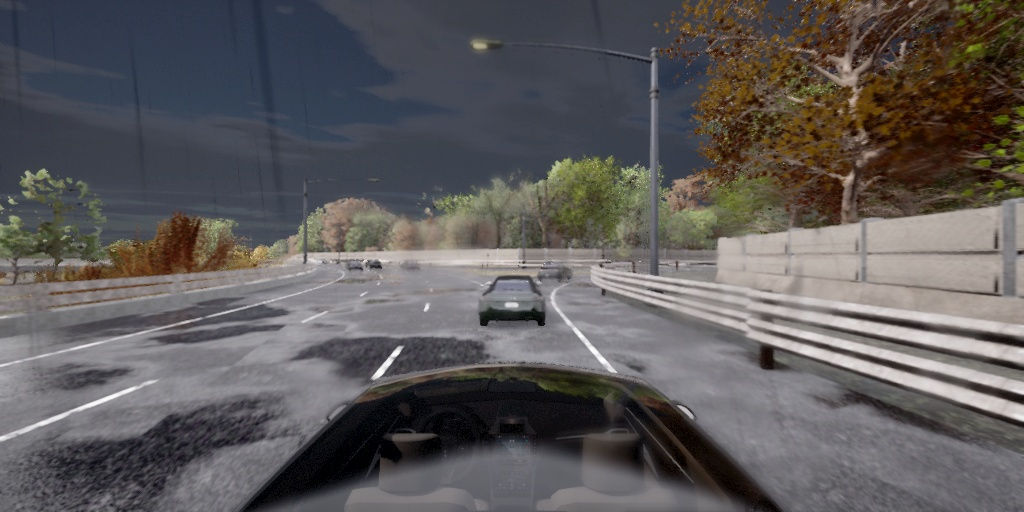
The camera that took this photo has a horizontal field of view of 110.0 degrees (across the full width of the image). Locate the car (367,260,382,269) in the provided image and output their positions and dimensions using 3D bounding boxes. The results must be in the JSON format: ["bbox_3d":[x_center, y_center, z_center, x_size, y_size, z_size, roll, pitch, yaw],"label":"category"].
[{"bbox_3d":[-21.757,1.311,56.135,1.837,1.490,4.892,0,0,-33],"label":"car"}]

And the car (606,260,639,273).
[{"bbox_3d":[12.953,1.256,41.831,5.008,1.535,1.882,0,0,-44],"label":"car"}]

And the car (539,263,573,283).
[{"bbox_3d":[3.558,1.263,28.625,2.128,1.511,4.902,0,0,23],"label":"car"}]

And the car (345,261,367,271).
[{"bbox_3d":[-22.465,1.350,50.832,2.033,1.411,5.357,0,0,-32],"label":"car"}]

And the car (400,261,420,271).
[{"bbox_3d":[-14.656,1.346,51.326,2.033,1.411,5.357,0,0,-30],"label":"car"}]

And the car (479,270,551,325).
[{"bbox_3d":[0.072,1.323,11.873,1.994,1.385,4.181,0,0,2],"label":"car"}]
